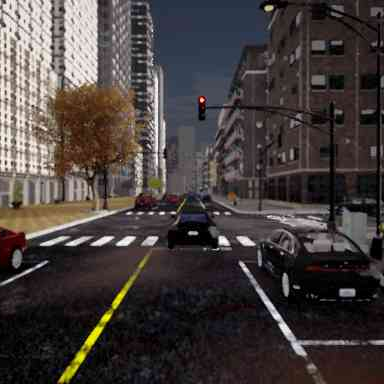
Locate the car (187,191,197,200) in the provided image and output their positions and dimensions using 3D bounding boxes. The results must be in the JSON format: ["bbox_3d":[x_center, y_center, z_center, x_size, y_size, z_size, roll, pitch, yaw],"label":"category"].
[{"bbox_3d":[0.025,1.059,70.029,1.994,1.385,4.181,0,0,0],"label":"car"}]

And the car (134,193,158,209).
[{"bbox_3d":[-5.678,1.024,40.327,2.192,1.841,5.009,0,0,0],"label":"car"}]

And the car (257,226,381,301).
[{"bbox_3d":[2.690,1.489,7.938,2.008,1.369,4.403,0,0,0],"label":"car"}]

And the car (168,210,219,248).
[{"bbox_3d":[0.059,1.457,14.143,1.994,1.385,4.181,0,0,1],"label":"car"}]

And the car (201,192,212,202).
[{"bbox_3d":[2.713,1.128,62.416,1.947,1.339,4.313,0,0,0],"label":"car"}]

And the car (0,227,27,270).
[{"bbox_3d":[-5.690,1.483,7.941,1.887,1.381,4.507,0,0,0],"label":"car"}]

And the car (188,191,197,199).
[{"bbox_3d":[0.031,0.659,80.037,2.097,1.767,4.553,0,0,0],"label":"car"}]

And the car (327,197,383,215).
[{"bbox_3d":[13.435,1.137,27.337,4.403,1.369,2.008,-1,1,-1],"label":"car"}]

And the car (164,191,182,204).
[{"bbox_3d":[-3.057,1.093,54.268,1.882,1.535,5.008,0,0,0],"label":"car"}]

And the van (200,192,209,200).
[{"bbox_3d":[2.716,0.834,73.460,1.690,1.788,3.998,0,0,0],"label":"van"}]

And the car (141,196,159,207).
[{"bbox_3d":[-5.675,1.238,45.851,1.947,1.339,4.313,0,0,0],"label":"car"}]

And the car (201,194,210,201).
[{"bbox_3d":[2.715,1.051,68.108,1.752,1.417,4.829,0,0,0],"label":"car"}]

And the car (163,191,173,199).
[{"bbox_3d":[-5.662,0.776,78.986,2.192,1.841,5.009,0,0,0],"label":"car"}]

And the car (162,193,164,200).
[{"bbox_3d":[-5.664,1.060,73.466,1.947,1.339,4.313,0,0,0],"label":"car"}]
